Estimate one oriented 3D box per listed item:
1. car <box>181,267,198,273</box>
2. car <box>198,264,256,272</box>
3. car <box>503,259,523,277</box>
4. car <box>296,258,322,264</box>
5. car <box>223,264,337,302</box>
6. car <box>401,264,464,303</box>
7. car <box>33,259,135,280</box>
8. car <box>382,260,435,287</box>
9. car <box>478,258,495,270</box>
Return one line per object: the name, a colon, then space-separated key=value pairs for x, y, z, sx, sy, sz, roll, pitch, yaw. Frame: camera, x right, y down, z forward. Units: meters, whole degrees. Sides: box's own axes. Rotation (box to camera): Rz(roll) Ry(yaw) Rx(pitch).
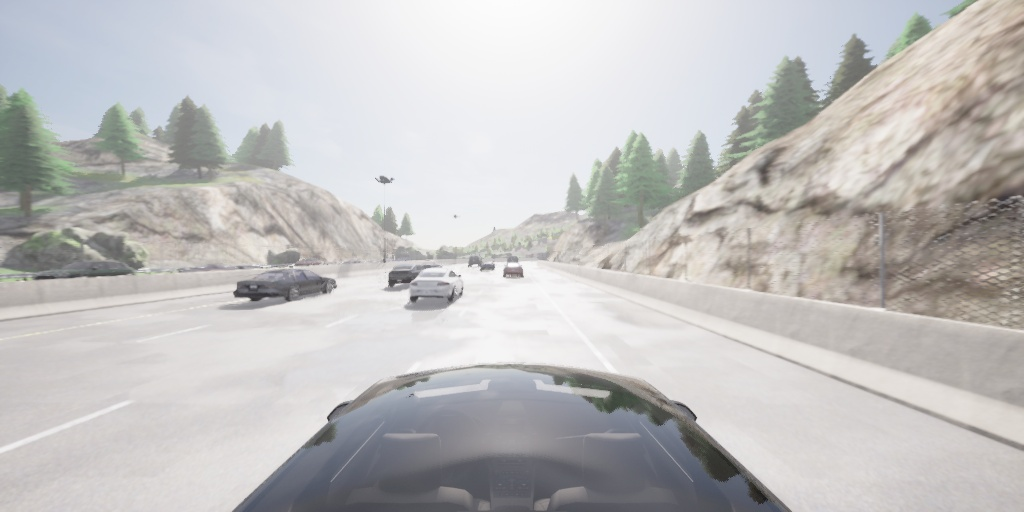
car: x=-24.549 y=1.325 z=29.188 sx=1.994 sy=1.385 sz=4.181 roll=0 pitch=0 yaw=0
car: x=-21.067 y=1.361 z=27.742 sx=1.895 sy=1.301 sz=4.718 roll=0 pitch=0 yaw=0
car: x=0.122 y=1.324 z=36.218 sx=1.994 sy=1.385 sz=4.181 roll=0 pitch=0 yaw=0
car: x=-31.488 y=1.120 z=55.567 sx=2.097 sy=1.767 sz=4.553 roll=0 pitch=0 yaw=1
car: x=-10.463 y=1.303 z=17.065 sx=2.033 sy=1.411 sz=5.357 roll=0 pitch=0 yaw=1
car: x=-3.392 y=1.280 z=16.598 sx=1.812 sy=1.442 sz=4.674 roll=0 pitch=0 yaw=0
car: x=-28.051 y=1.111 z=23.732 sx=2.097 sy=1.767 sz=4.553 roll=0 pitch=0 yaw=0
car: x=-6.887 y=1.262 z=24.313 sx=1.837 sy=1.490 sz=4.892 roll=0 pitch=0 yaw=0
car: x=-3.367 y=1.365 z=51.206 sx=1.895 sy=1.301 sz=4.718 roll=0 pitch=0 yaw=0
